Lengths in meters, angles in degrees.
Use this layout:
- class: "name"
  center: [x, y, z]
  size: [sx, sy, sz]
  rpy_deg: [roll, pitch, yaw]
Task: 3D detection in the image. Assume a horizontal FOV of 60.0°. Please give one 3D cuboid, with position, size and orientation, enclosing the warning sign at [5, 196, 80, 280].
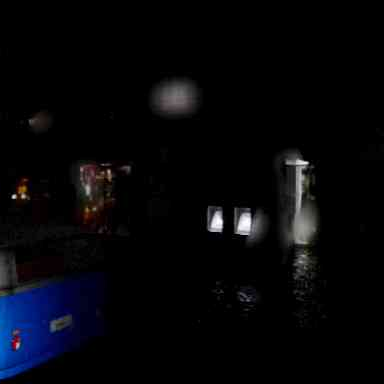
- class: "warning sign"
  center: [-3.715, 1.046, 8.322]
  size: [1.060, 1.860, 1.300]
  rpy_deg: [1, 0, 34]

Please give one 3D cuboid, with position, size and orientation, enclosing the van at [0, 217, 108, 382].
- class: "van"
  center: [-3.064, 1.297, 4.964]
  size: [3.998, 1.788, 1.690]
  rpy_deg: [0, 1, 34]
